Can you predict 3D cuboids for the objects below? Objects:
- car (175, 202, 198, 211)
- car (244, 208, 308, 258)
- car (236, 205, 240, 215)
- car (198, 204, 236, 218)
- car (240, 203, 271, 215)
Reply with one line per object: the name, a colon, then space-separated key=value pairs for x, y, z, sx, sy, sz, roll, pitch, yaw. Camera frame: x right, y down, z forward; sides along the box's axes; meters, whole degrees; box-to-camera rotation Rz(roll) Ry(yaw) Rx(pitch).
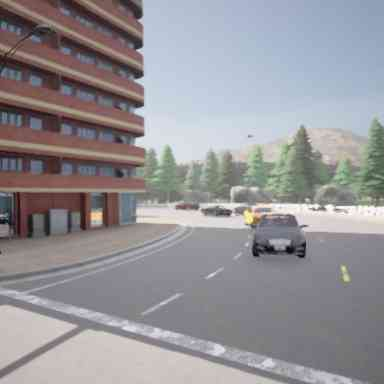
car: x=-0.856 y=2.357 z=56.133 sx=1.882 sy=1.535 sz=5.008 roll=0 pitch=-1 yaw=-43
car: x=3.506 y=1.623 z=13.441 sx=2.128 sy=1.511 sz=4.902 roll=-1 pitch=-1 yaw=14
car: x=6.431 y=2.018 z=38.351 sx=2.033 sy=1.411 sz=5.357 roll=-1 pitch=-1 yaw=-20
car: x=2.746 y=2.124 z=37.531 sx=1.895 sy=1.301 sz=4.718 roll=-1 pitch=-1 yaw=-21
car: x=5.007 y=1.746 z=23.883 sx=1.882 sy=1.535 sz=5.008 roll=-1 pitch=-1 yaw=-1
